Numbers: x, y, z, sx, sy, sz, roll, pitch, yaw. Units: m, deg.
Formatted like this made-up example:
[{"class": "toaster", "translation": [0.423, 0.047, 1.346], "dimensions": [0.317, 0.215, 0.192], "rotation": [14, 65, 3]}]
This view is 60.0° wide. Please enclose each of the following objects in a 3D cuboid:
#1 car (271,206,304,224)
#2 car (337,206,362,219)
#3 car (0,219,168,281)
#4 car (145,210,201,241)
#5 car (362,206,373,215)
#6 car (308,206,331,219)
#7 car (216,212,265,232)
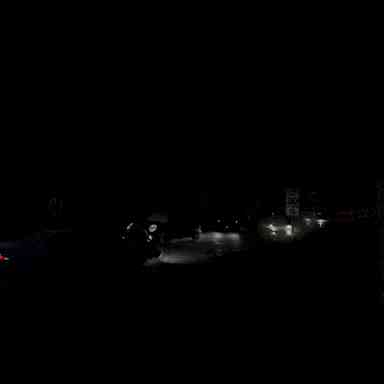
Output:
[{"class": "car", "translation": [9.672, 2.194, 33.551], "dimensions": [2.097, 1.767, 4.553], "rotation": [0, -1, 36]}, {"class": "car", "translation": [20.405, 2.733, 43.369], "dimensions": [1.895, 1.301, 4.718], "rotation": [0, -1, 35]}, {"class": "car", "translation": [-3.603, 1.814, 10.828], "dimensions": [5.357, 1.411, 2.033], "rotation": [2, -1, -43]}, {"class": "car", "translation": [-1.463, 1.783, 18.072], "dimensions": [2.097, 1.767, 4.553], "rotation": [0, -1, 35]}, {"class": "car", "translation": [28.123, 2.952, 54.049], "dimensions": [2.033, 1.411, 5.357], "rotation": [0, -1, 36]}, {"class": "car", "translation": [16.444, 2.588, 42.829], "dimensions": [1.837, 1.490, 4.892], "rotation": [0, -1, 36]}, {"class": "car", "translation": [3.784, 2.228, 25.410], "dimensions": [1.895, 1.301, 4.718], "rotation": [0, -1, 36]}]
